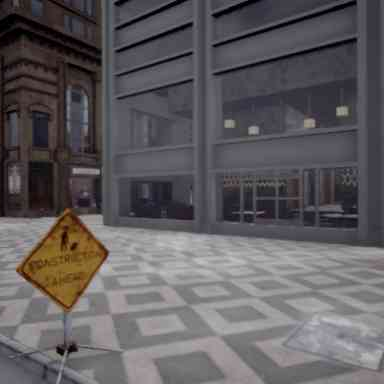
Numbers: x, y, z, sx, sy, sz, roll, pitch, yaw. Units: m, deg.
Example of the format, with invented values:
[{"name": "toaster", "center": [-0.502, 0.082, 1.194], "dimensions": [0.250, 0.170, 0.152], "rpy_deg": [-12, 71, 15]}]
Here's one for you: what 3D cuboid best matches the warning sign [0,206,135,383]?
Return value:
[{"name": "warning sign", "center": [-1.574, 1.133, 4.188], "dimensions": [1.060, 1.860, 1.300], "rpy_deg": [0, 0, 35]}]
